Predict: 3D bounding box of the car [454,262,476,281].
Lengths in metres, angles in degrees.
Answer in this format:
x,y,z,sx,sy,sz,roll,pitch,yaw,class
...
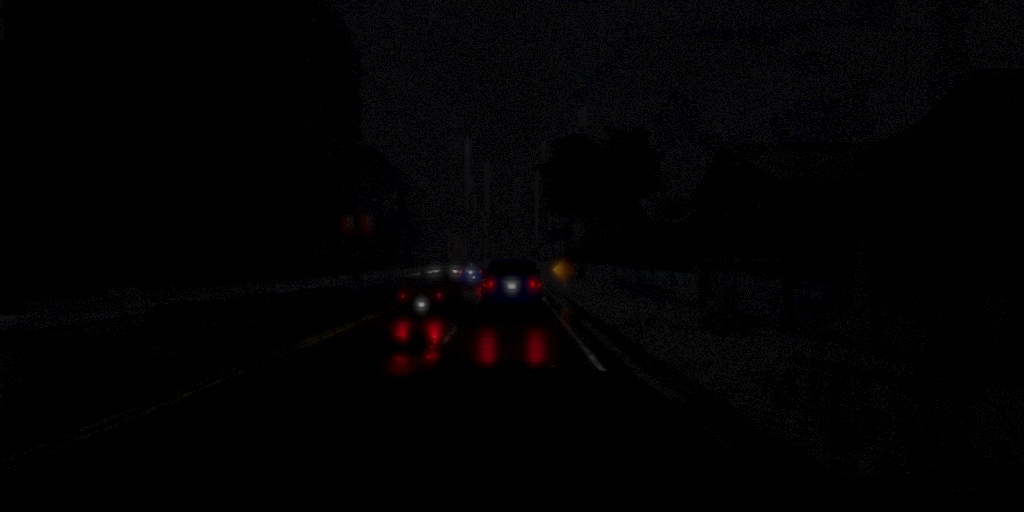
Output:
x,y,z,sx,sy,sz,roll,pitch,yaw,class
-3.235,1.379,30.283,2.097,1.767,4.553,0,-1,0,car

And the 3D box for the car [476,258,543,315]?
x,y,z,sx,sy,sz,roll,pitch,yaw,class
0.006,1.098,14.440,2.150,2.045,5.566,0,0,0,car

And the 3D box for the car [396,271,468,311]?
x,y,z,sx,sy,sz,roll,pitch,yaw,class
-3.236,1.481,15.106,1.895,1.301,4.718,0,-1,0,car

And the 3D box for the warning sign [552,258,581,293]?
x,y,z,sx,sy,sz,roll,pitch,yaw,class
2.846,1.037,19.352,1.300,1.860,1.060,0,0,0,warning sign
